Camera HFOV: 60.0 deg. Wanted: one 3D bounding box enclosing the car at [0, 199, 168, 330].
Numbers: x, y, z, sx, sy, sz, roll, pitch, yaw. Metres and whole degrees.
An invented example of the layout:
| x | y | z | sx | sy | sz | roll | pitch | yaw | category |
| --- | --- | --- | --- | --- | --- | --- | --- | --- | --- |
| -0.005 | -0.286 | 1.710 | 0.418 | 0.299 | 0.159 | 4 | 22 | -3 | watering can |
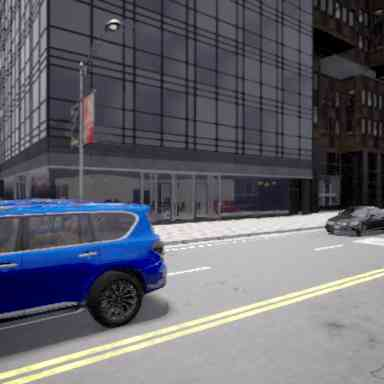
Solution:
| x | y | z | sx | sy | sz | roll | pitch | yaw | category |
| --- | --- | --- | --- | --- | --- | --- | --- | --- | --- |
| -3.069 | 1.222 | 5.485 | 5.566 | 2.045 | 2.150 | 0 | 0 | -35 | car |

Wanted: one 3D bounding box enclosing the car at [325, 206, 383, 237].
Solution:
| x | y | z | sx | sy | sz | roll | pitch | yaw | category |
| --- | --- | --- | --- | --- | --- | --- | --- | --- | --- |
| 9.243 | 1.523 | 18.204 | 4.674 | 1.442 | 1.812 | 0 | 0 | -35 | car |

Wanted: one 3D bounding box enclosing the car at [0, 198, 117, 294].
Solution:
| x | y | z | sx | sy | sz | roll | pitch | yaw | category |
| --- | --- | --- | --- | --- | --- | --- | --- | --- | --- |
| -4.905 | 1.222 | 8.170 | 5.566 | 2.045 | 2.150 | 0 | 0 | -35 | car |
